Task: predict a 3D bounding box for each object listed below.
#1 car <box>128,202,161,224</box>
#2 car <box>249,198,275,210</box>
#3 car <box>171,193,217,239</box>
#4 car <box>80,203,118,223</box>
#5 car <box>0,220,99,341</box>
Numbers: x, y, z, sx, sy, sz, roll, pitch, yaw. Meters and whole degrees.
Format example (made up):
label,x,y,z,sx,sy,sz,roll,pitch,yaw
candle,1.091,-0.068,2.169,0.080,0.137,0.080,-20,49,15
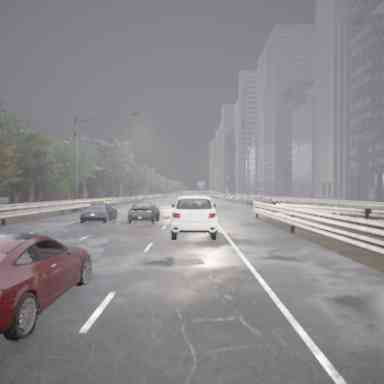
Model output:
label,x,y,z,sx,sy,sz,roll,pitch,yaw
car,-3.408,1.468,24.184,2.128,1.511,4.902,0,0,0
car,8.612,1.487,41.250,2.128,1.511,4.902,0,0,-12
car,0.094,1.204,17.232,2.150,2.045,5.566,0,0,0
car,-6.907,1.540,25.093,1.994,1.385,4.181,0,0,0
car,-3.405,1.518,6.366,1.812,1.442,4.674,0,0,0
